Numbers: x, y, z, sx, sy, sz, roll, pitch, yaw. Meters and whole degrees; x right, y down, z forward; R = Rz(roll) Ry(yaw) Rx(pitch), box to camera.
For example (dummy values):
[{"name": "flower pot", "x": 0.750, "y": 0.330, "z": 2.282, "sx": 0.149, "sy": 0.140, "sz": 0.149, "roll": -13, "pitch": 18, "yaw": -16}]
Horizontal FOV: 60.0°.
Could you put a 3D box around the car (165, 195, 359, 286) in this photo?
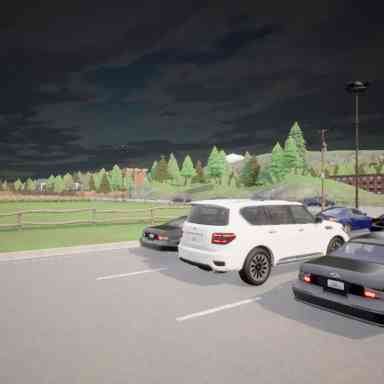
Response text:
[{"name": "car", "x": 2.240, "y": 1.221, "z": 9.662, "sx": 5.566, "sy": 2.045, "sz": 2.150, "roll": 0, "pitch": 0, "yaw": -35}]

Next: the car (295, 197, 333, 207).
[{"name": "car", "x": 18.703, "y": 1.547, "z": 51.164, "sx": 2.033, "sy": 1.411, "sz": 5.357, "roll": 0, "pitch": 0, "yaw": -36}]

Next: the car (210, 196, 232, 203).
[{"name": "car", "x": 5.973, "y": 1.601, "z": 68.675, "sx": 1.895, "sy": 1.301, "sz": 4.718, "roll": 0, "pitch": 0, "yaw": -36}]

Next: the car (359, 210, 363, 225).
[{"name": "car", "x": 8.442, "y": 1.526, "z": 18.431, "sx": 4.674, "sy": 1.442, "sz": 1.812, "roll": 0, "pitch": 0, "yaw": -36}]

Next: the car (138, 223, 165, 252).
[{"name": "car", "x": 0.660, "y": 1.547, "z": 12.834, "sx": 5.357, "sy": 1.411, "sz": 2.033, "roll": 0, "pitch": 0, "yaw": -36}]

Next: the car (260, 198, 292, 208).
[{"name": "car", "x": 12.191, "y": 1.564, "z": 48.206, "sx": 1.994, "sy": 1.385, "sz": 4.181, "roll": 0, "pitch": 0, "yaw": -36}]

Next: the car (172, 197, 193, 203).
[{"name": "car", "x": -1.984, "y": 1.601, "z": 67.662, "sx": 1.895, "sy": 1.301, "sz": 4.718, "roll": 0, "pitch": 0, "yaw": -36}]

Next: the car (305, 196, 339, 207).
[{"name": "car", "x": 20.971, "y": 1.505, "z": 53.996, "sx": 1.837, "sy": 1.490, "sz": 4.892, "roll": 0, "pitch": 0, "yaw": -36}]

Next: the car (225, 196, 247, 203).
[{"name": "car", "x": 9.284, "y": 1.595, "z": 70.087, "sx": 1.895, "sy": 1.301, "sz": 4.718, "roll": 0, "pitch": 0, "yaw": -36}]

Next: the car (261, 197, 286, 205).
[{"name": "car", "x": 15.159, "y": 1.564, "z": 61.963, "sx": 1.994, "sy": 1.385, "sz": 4.181, "roll": 0, "pitch": 0, "yaw": -36}]

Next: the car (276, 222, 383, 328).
[{"name": "car", "x": 4.357, "y": 1.547, "z": 6.871, "sx": 5.357, "sy": 1.411, "sz": 2.033, "roll": 0, "pitch": 0, "yaw": -36}]

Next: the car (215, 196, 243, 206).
[{"name": "car", "x": 6.200, "y": 1.478, "z": 56.384, "sx": 1.882, "sy": 1.535, "sz": 5.008, "roll": 0, "pitch": 0, "yaw": -36}]

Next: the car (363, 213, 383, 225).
[{"name": "car", "x": 10.306, "y": 1.478, "z": 15.469, "sx": 5.008, "sy": 1.535, "sz": 1.882, "roll": 0, "pitch": 0, "yaw": -35}]

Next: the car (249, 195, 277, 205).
[{"name": "car", "x": 12.670, "y": 1.352, "z": 59.415, "sx": 2.097, "sy": 1.767, "sz": 4.553, "roll": 0, "pitch": 0, "yaw": -36}]
